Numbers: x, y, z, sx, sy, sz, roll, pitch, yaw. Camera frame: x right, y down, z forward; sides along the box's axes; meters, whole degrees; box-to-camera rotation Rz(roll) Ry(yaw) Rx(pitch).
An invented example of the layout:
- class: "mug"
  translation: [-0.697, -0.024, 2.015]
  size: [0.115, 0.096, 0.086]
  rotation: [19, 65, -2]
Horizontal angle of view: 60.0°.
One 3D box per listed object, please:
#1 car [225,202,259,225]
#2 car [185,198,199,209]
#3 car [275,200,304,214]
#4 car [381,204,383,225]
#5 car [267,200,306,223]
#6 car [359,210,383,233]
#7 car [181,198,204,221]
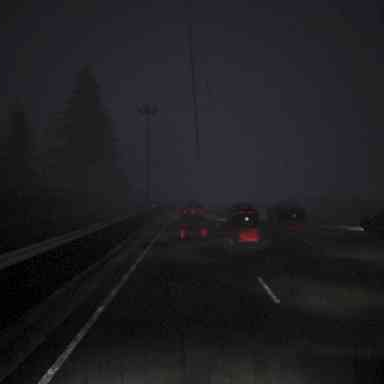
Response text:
- class: "car"
  translation: [3.599, 1.512, 24.203]
  size: [1.837, 1.490, 4.892]
  rotation: [0, 0, 0]
- class: "car"
  translation: [0.013, 1.579, 47.485]
  size: [1.994, 1.385, 4.181]
  rotation: [0, 0, 0]
- class: "car"
  translation: [10.598, 1.575, 36.436]
  size: [1.994, 1.385, 4.181]
  rotation: [0, 0, 0]
- class: "car"
  translation: [14.098, 1.532, 20.843]
  size: [1.812, 1.442, 4.674]
  rotation: [0, 0, 0]
- class: "car"
  translation: [7.098, 1.485, 25.444]
  size: [1.882, 1.535, 5.008]
  rotation: [0, 0, 0]
- class: "car"
  translation: [10.599, 1.552, 16.847]
  size: [2.033, 1.411, 5.357]
  rotation: [0, 0, 0]
- class: "car"
  translation: [0.072, 1.465, 27.419]
  size: [1.801, 1.575, 5.366]
  rotation: [0, 0, 0]
